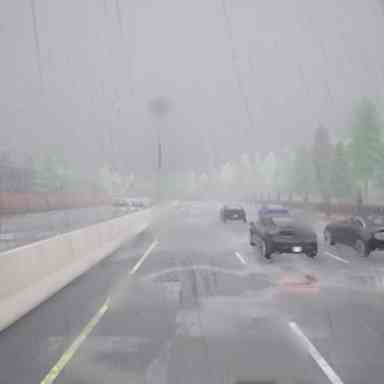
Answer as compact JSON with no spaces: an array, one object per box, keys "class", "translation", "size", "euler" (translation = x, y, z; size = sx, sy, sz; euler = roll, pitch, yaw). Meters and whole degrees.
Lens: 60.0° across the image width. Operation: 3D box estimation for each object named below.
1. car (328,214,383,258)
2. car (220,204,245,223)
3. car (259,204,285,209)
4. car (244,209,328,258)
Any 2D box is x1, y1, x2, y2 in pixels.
[{"class":"car","translation":[7.016,1.643,13.482],"size":[2.128,1.511,4.902],"euler":[0,0,0]},{"class":"car","translation":[3.522,1.801,29.216],"size":[1.882,1.535,5.008],"euler":[0,0,0]},{"class":"car","translation":[7.022,1.801,29.225],"size":[1.882,1.535,5.008],"euler":[0,0,0]},{"class":"car","translation":[3.516,1.658,13.488],"size":[1.837,1.490,4.892],"euler":[0,0,0]}]
